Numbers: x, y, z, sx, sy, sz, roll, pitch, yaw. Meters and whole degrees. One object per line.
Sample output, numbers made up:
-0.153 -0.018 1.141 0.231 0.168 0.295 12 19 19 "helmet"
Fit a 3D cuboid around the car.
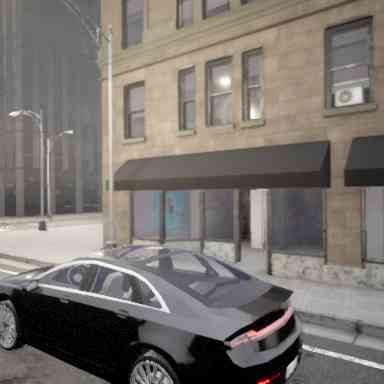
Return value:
-0.984 1.532 4.693 4.902 1.511 2.128 -1 -1 35 "car"
